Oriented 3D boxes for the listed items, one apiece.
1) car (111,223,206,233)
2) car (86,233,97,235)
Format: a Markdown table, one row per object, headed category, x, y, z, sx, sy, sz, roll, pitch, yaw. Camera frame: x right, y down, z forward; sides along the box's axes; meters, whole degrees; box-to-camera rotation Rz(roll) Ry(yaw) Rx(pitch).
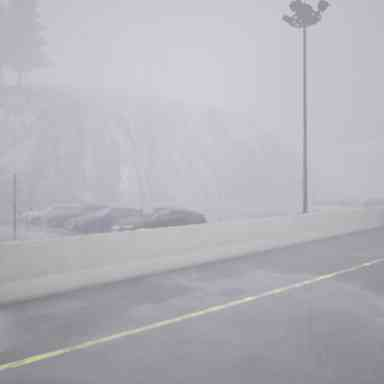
| category | x | y | z | sx | sy | sz | roll | pitch | yaw |
| --- | --- | --- | --- | --- | --- | --- | --- | --- | --- |
| car | -1.503 | 1.482 | 16.155 | 4.902 | 1.511 | 2.128 | 0 | 0 | -38 |
| car | -4.356 | 1.527 | 18.362 | 4.674 | 1.442 | 1.812 | 0 | 0 | -38 |
